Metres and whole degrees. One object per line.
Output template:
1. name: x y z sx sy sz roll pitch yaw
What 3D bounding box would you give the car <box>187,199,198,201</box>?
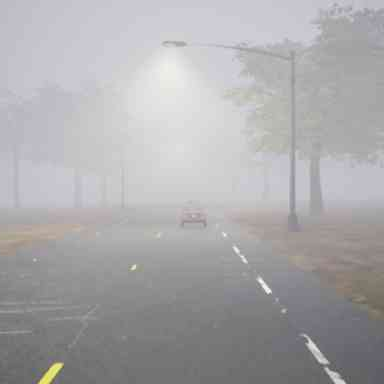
1. car: 0.111 1.645 41.316 1.882 1.535 5.008 0 0 0

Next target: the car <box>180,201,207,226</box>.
1. car: 0.106 1.627 24.077 2.033 1.411 5.357 0 0 0
